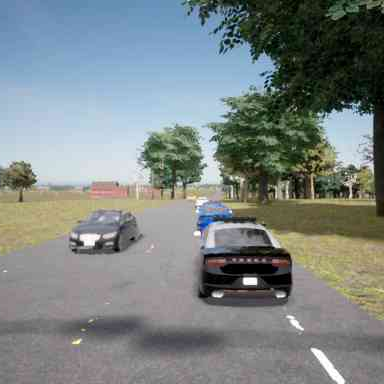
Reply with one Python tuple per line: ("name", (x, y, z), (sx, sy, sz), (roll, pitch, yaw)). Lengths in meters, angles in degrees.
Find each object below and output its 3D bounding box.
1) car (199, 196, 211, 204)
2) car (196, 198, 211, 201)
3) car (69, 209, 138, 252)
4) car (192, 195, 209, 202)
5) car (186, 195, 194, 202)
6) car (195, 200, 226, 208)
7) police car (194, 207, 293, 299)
("car", (2.456, 1.510, 61.276), (1.895, 1.301, 4.718), (0, 0, 5))
("car", (1.419, 1.477, 24.465), (1.837, 1.490, 4.892), (0, 0, 2))
("car", (-3.471, 1.477, 13.819), (2.128, 1.511, 4.902), (0, 0, 1))
("car", (1.451, 1.462, 46.215), (1.812, 1.442, 4.674), (0, 0, 4))
("car", (-0.105, 1.360, 72.061), (1.882, 1.535, 5.008), (0, 0, 5))
("car", (1.253, 1.458, 18.491), (1.882, 1.535, 5.008), (0, 0, 1))
("police car", (1.085, 1.419, 8.639), (1.930, 1.638, 5.238), (0, 0, 1))
